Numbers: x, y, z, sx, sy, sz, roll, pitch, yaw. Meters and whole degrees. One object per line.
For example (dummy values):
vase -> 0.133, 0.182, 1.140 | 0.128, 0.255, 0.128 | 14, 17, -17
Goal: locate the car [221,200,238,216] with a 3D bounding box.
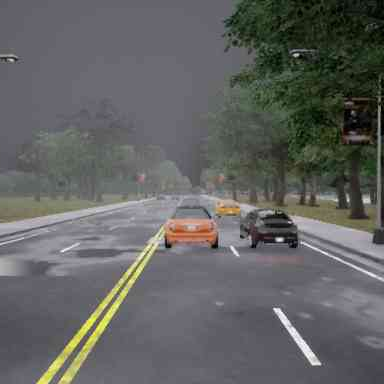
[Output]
car -> 3.161, 1.449, 29.698 | 1.882, 1.535, 5.008 | 0, 0, 0

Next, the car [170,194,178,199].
car -> -3.792, 1.278, 75.897 | 1.837, 1.490, 4.892 | 0, 0, -1

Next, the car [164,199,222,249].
car -> -0.022, 1.356, 14.645 | 2.097, 1.767, 4.553 | 0, 0, 0

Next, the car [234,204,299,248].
car -> 3.228, 1.506, 14.685 | 1.837, 1.490, 4.892 | 0, 0, 0

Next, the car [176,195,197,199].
car -> -0.089, 1.331, 29.648 | 2.097, 1.767, 4.553 | 0, 0, 0

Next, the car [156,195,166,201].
car -> -7.042, 1.318, 75.866 | 2.033, 1.411, 5.357 | 0, 0, -1
